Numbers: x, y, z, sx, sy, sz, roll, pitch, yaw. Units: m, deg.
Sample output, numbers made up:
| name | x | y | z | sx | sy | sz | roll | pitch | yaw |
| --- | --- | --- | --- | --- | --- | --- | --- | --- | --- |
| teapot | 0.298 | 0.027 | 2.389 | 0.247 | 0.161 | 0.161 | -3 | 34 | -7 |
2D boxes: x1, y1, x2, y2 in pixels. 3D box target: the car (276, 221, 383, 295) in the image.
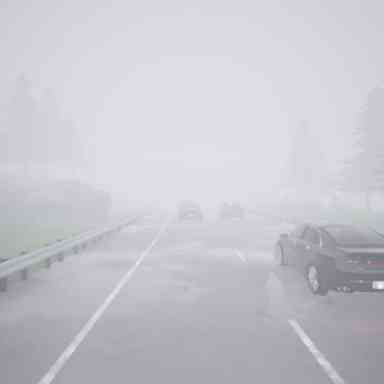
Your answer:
| name | x | y | z | sx | sy | sz | roll | pitch | yaw |
| --- | --- | --- | --- | --- | --- | --- | --- | --- | --- |
| car | 3.599 | 1.538 | 8.775 | 1.837 | 1.490 | 4.892 | 0 | 0 | 0 |

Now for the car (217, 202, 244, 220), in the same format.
| name | x | y | z | sx | sy | sz | roll | pitch | yaw |
| --- | --- | --- | --- | --- | --- | --- | --- | --- | --- |
| car | 3.290 | 1.600 | 28.831 | 2.128 | 1.511 | 4.902 | 0 | 0 | -2 |

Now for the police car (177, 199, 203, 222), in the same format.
| name | x | y | z | sx | sy | sz | roll | pitch | yaw |
| --- | --- | --- | --- | --- | --- | --- | --- | --- | --- |
| police car | -0.169 | 1.608 | 27.442 | 2.038 | 1.542 | 4.974 | 0 | 0 | -2 |
